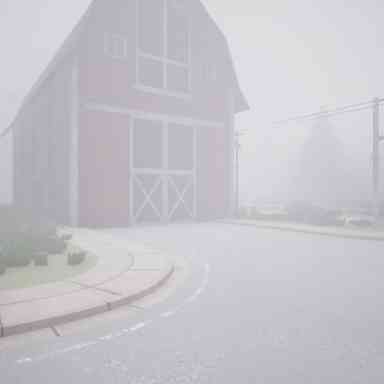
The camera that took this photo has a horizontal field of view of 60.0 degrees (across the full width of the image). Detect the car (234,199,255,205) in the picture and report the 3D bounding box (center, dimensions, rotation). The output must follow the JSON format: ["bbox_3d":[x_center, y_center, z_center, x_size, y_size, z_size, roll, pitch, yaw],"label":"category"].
[{"bbox_3d":[5.498,1.552,38.480,1.812,1.442,4.674,0,0,-34],"label":"car"}]

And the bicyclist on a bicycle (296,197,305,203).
[{"bbox_3d":[13.252,1.322,40.222,1.656,1.620,0.582,46,-25,-24],"label":"bicyclist on a bicycle"}]

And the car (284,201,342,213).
[{"bbox_3d":[10.930,1.574,30.599,2.033,1.411,5.357,0,0,-35],"label":"car"}]
